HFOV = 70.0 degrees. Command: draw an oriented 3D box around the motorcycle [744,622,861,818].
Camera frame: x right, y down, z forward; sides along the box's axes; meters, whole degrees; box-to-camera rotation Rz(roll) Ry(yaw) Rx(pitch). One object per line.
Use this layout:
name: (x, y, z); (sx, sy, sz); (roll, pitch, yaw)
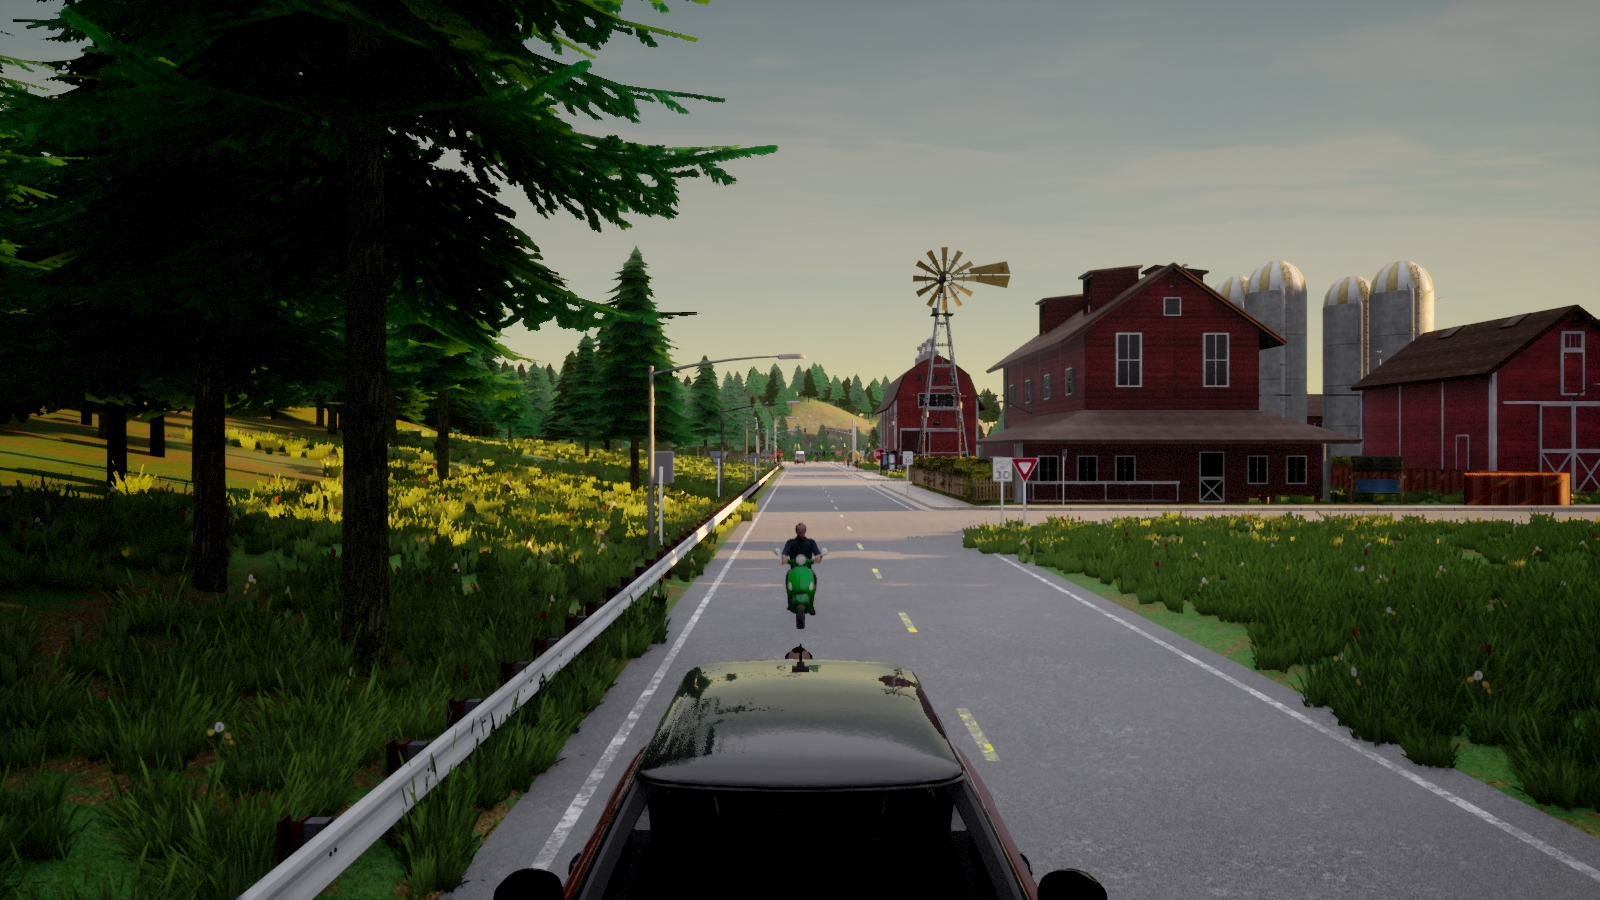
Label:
motorcycle: (0.015, 2.230, 9.842); (0.867, 1.251, 2.209); (-1, -3, 0)

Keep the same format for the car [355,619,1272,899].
car: (0.032, 1.899, 4.503); (2.097, 1.767, 4.553); (0, 0, 0)
